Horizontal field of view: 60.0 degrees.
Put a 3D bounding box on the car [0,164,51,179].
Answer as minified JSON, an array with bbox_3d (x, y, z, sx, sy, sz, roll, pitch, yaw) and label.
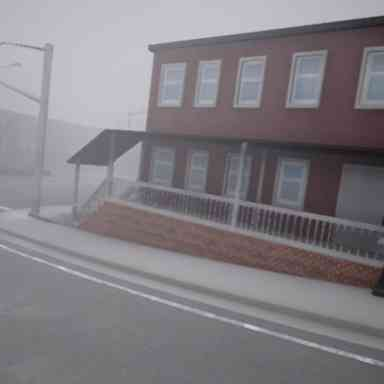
[{"bbox_3d":[-16.272,-2.063,32.129,1.895,1.301,4.718,11,6,35],"label":"car"}]
